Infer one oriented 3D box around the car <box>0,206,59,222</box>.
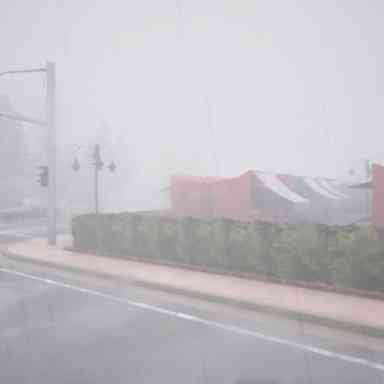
[{"bbox_3d":[-14.820,1.961,30.471,1.895,1.301,4.718,-1,0,36],"label":"car"}]
